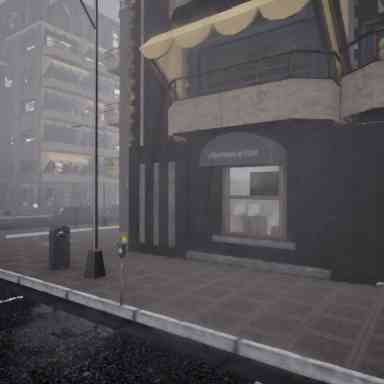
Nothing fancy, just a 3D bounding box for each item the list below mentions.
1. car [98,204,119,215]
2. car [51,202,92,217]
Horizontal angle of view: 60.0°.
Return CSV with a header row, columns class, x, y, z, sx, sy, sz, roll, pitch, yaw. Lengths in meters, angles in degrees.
class,x,y,z,sx,sy,sz,roll,pitch,yaw
car,-9.457,2.063,39.890,1.802,1.307,4.206,-1,-1,35
car,-12.738,1.821,35.264,1.967,1.590,4.097,-1,-1,35
